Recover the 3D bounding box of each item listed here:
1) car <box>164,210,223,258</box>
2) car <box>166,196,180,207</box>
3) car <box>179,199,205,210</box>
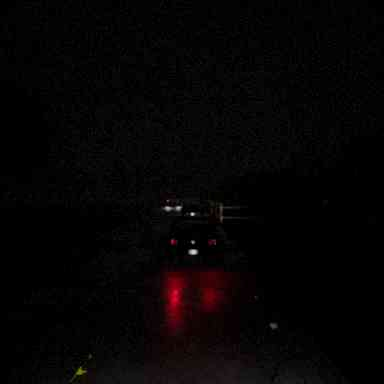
[{"bbox_3d":[0.060,1.601,12.707,1.895,1.301,4.718,0,0,0],"label":"car"},{"bbox_3d":[-2.833,1.395,51.433,2.097,1.767,4.553,0,0,0],"label":"car"},{"bbox_3d":[0.063,1.513,29.304,1.837,1.490,4.892,0,0,0],"label":"car"}]
